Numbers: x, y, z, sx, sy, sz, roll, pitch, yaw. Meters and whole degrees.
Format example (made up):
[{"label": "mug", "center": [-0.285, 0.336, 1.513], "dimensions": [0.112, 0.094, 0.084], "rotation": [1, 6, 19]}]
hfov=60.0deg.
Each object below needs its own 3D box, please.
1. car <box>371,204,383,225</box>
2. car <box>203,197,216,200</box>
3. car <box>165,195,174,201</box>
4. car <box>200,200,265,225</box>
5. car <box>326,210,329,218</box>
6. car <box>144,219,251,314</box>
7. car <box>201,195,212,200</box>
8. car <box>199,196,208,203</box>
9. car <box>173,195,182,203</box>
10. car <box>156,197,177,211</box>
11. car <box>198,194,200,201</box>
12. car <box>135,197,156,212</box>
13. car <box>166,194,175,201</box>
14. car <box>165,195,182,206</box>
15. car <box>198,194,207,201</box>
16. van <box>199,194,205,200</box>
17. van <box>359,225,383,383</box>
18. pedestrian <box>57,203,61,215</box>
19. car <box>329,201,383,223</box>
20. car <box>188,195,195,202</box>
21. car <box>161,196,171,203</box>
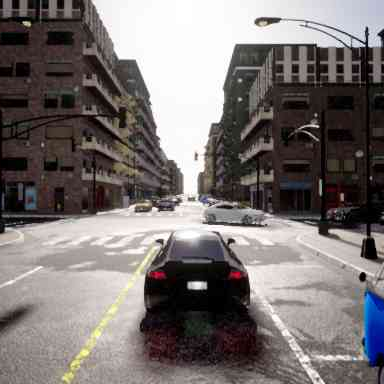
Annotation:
[{"label": "car", "center": [13.506, 1.580, 19.848], "dimensions": [4.313, 1.339, 1.947], "rotation": [0, -1, 1]}, {"label": "car", "center": [2.638, 1.574, 40.027], "dimensions": [1.947, 1.339, 4.313], "rotation": [1, 0, 0]}, {"label": "car", "center": [-5.815, 1.574, 85.154], "dimensions": [2.008, 1.369, 4.403], "rotation": [1, 0, 0]}, {"label": "car", "center": [2.972, 1.531, 24.274], "dimensions": [4.674, 1.442, 1.812], "rotation": [0, 1, 34]}, {"label": "car", "center": [13.596, 1.604, 28.229], "dimensions": [4.097, 1.590, 1.967], "rotation": [0, -1, 1]}, {"label": "car", "center": [0.088, 1.565, 7.683], "dimensions": [1.994, 1.385, 4.181], "rotation": [0, 0, 0]}, {"label": "car", "center": [2.629, 1.560, 45.669], "dimensions": [2.008, 1.369, 4.403], "rotation": [1, 0, 0]}, {"label": "car", "center": [2.582, 1.601, 73.882], "dimensions": [1.802, 1.307, 4.206], "rotation": [1, 0, 0]}, {"label": "car", "center": [-3.116, 1.488, 71.662], "dimensions": [1.882, 1.535, 5.008], "rotation": [0, 0, 0]}, {"label": "car", "center": [-3.167, 1.609, 40.984], "dimensions": [1.895, 1.301, 4.718], "rotation": [0, 0, 0]}, {"label": "car", "center": [2.592, 1.542, 68.409], "dimensions": [1.752, 1.417, 4.829], "rotation": [1, 0, 0]}, {"label": "car", "center": [-5.741, 1.533, 39.843], "dimensions": [1.752, 1.417, 4.829], "rotation": [1, 0, 0]}, {"label": "car", "center": [-5.823, 1.466, 90.797], "dimensions": [1.967, 1.590, 4.097], "rotation": [1, 0, 0]}, {"label": "car", "center": [-3.179, 1.576, 56.104], "dimensions": [1.994, 1.385, 4.181], "rotation": [0, 0, 0]}, {"label": "car", "center": [2.569, 1.339, 85.167], "dimensions": [2.192, 1.841, 5.009], "rotation": [1, 0, 0]}, {"label": "van", "center": [2.614, 1.354, 56.954], "dimensions": [1.690, 1.788, 3.998], "rotation": [1, 0, 0]}, {"label": "van", "center": [2.670, 1.341, 2.080], "dimensions": [1.690, 1.788, 3.998], "rotation": [1, 0, 0]}, {"label": "pedestrian", "center": [-12.590, 1.592, 31.437], "dimensions": [0.500, 1.100, 0.500], "rotation": [0, -1, 1]}, {"label": "car", "center": [13.492, 1.469, 25.640], "dimensions": [4.553, 1.767, 2.097], "rotation": [0, -1, 1]}, {"label": "car", "center": [-0.131, 1.547, 80.557], "dimensions": [2.128, 1.511, 4.902], "rotation": [0, 0, 0]}, {"label": "car", "center": [-5.797, 1.563, 73.869], "dimensions": [1.887, 1.381, 4.507], "rotation": [1, 0, 0]}]
